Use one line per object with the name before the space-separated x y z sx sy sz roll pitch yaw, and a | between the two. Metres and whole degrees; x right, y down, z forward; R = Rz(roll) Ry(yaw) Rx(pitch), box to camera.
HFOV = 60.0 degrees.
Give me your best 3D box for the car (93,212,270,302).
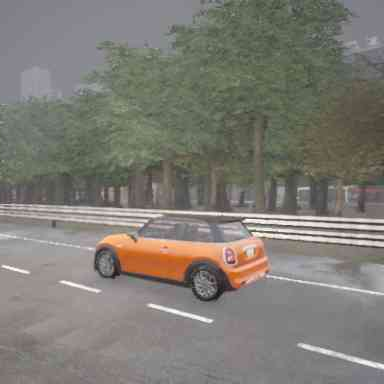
car | -0.456 1.356 8.499 4.553 1.767 2.097 0 0 36
